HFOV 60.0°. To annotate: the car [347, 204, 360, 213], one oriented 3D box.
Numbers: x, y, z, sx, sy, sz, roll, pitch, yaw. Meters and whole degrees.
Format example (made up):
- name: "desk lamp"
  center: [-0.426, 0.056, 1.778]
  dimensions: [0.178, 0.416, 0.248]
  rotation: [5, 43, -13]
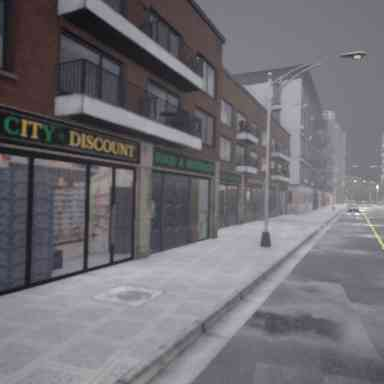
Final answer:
- name: "car"
  center: [26.227, 2.694, 54.091]
  dimensions: [2.033, 1.411, 5.357]
  rotation: [1, 0, 26]
